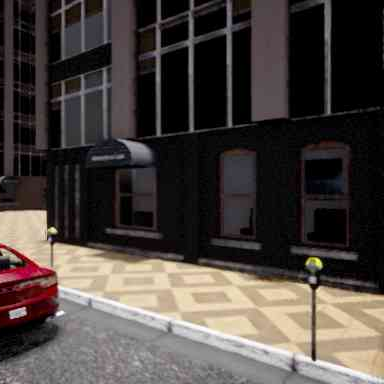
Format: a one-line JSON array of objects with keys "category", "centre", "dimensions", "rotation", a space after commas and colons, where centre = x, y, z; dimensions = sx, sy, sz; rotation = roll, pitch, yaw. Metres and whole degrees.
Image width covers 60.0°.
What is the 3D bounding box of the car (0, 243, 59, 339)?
[{"category": "car", "centre": [-4.201, 1.523, 5.869], "dimensions": [4.507, 1.381, 1.887], "rotation": [0, 0, 35]}]
